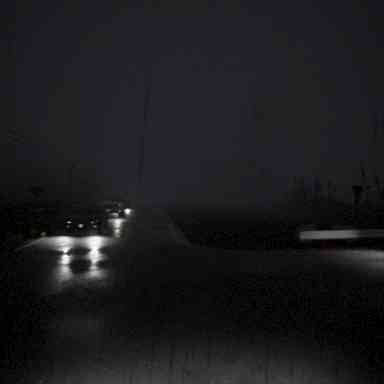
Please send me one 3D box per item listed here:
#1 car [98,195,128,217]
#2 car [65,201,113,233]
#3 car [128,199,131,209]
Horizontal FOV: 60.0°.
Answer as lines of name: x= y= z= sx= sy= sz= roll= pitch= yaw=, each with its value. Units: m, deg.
car: x=-7.650 y=1.269 z=31.910 sx=2.150 sy=2.045 sz=5.566 roll=0 pitch=-1 yaw=-8
car: x=-6.090 y=1.522 z=19.739 sx=1.837 sy=1.490 sz=4.892 roll=0 pitch=0 yaw=-7
car: x=-9.621 y=1.680 z=46.919 sx=1.895 sy=1.301 sz=4.718 roll=0 pitch=0 yaw=-7
